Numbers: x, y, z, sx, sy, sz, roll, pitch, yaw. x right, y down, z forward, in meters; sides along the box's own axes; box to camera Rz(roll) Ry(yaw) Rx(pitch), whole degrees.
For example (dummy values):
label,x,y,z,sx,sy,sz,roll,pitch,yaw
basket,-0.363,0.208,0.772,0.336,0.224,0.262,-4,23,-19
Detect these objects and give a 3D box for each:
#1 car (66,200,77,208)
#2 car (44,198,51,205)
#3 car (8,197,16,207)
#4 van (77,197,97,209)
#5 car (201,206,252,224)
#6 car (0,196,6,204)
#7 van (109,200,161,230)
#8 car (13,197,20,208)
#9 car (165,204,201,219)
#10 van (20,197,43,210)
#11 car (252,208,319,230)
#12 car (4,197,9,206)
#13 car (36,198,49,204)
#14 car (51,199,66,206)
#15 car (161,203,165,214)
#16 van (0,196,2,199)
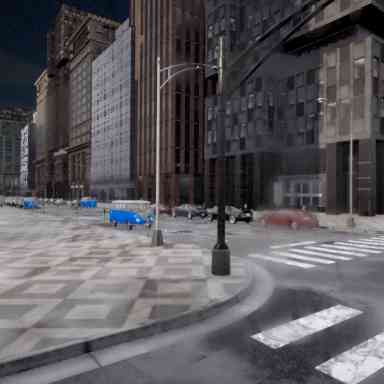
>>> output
label,x,y,z,sx,sy,sz,roll,pitch,yaw
car,-20.117,1.998,58.613,2.008,1.369,4.403,0,-1,-36
car,-30.015,2.107,72.367,2.008,1.369,4.403,0,0,-36
car,-30.332,1.946,58.213,1.887,1.381,4.507,0,-1,-36
van,-16.817,1.751,54.030,1.690,1.788,3.998,0,-1,-36
car,2.980,1.746,26.520,1.947,1.339,4.313,0,-1,-36
car,-36.931,2.025,67.383,2.008,1.369,4.403,0,-1,-36
van,-3.934,1.439,21.535,1.690,1.788,3.998,0,-1,-36
car,-27.032,1.931,53.628,1.947,1.339,4.313,0,-1,-36
car,-0.320,1.771,31.105,2.008,1.369,4.403,0,-1,-36
van,-23.732,1.669,49.045,1.690,1.788,3.998,0,-1,-36
car,6.279,1.722,21.935,1.802,1.307,4.206,0,-1,-36
car,-33.631,2.020,62.798,1.802,1.307,4.206,0,-1,-36
car,-36.614,2.179,81.537,2.008,1.369,4.403,0,0,-36
car,-26.815,2.047,67.921,1.752,1.417,4.829,0,0,-36
car,-3.619,1.840,35.689,1.802,1.307,4.206,0,-1,-36
van,-43.530,1.887,76.554,1.690,1.788,3.998,0,-1,-36
